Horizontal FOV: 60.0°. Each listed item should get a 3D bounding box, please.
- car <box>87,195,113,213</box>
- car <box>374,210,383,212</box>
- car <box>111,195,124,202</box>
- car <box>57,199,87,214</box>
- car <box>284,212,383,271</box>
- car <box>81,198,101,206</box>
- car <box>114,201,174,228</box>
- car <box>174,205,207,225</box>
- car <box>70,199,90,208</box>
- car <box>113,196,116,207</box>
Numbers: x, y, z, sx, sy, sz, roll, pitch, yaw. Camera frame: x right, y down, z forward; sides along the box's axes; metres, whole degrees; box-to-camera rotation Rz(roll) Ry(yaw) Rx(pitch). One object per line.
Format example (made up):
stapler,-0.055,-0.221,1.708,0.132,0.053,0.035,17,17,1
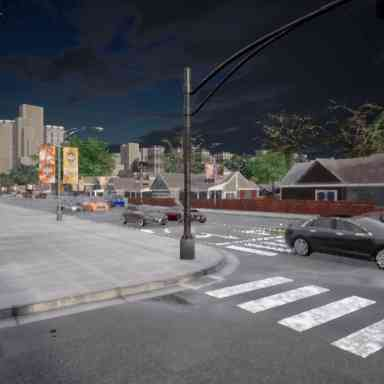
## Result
car,-12.041,1.592,41.301,2.097,1.767,4.553,0,0,-35
car,8.055,1.505,13.003,1.882,1.535,5.008,0,-1,-35
car,-12.966,1.522,54.124,2.150,2.045,5.566,0,0,-36
car,-14.565,1.731,39.240,2.128,1.511,4.902,0,0,-35
car,5.386,1.536,11.151,1.837,1.490,4.892,0,-1,-35
car,-19.115,1.906,62.605,2.033,1.411,5.357,0,0,-35
car,-3.516,1.629,23.672,1.837,1.490,4.892,0,0,-35
car,-0.726,1.685,25.355,1.994,1.385,4.181,0,0,-35
car,-19.431,1.886,57.591,2.033,1.411,5.357,0,0,-34
car,-13.382,1.785,49.106,1.837,1.490,4.892,0,0,-35
